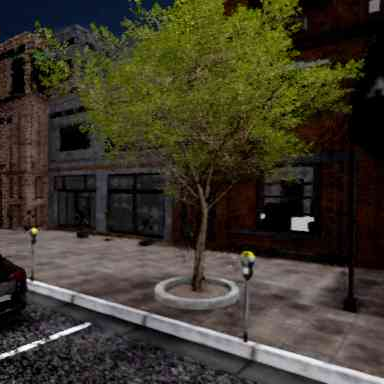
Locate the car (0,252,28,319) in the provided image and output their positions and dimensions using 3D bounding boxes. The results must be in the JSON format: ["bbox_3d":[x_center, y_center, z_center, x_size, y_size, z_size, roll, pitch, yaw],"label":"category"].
[{"bbox_3d":[-4.834,1.593,6.310,4.313,1.339,1.947,0,1,36],"label":"car"}]
